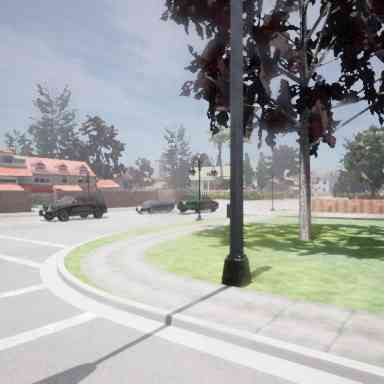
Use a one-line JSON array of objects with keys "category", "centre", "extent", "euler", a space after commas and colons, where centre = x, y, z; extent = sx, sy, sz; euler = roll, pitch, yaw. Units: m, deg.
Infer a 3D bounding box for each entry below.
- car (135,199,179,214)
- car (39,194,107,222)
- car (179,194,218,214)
[{"category": "car", "centre": [-3.933, 1.491, 35.477], "extent": [2.128, 1.511, 4.902], "euler": [0, 0, 34]}, {"category": "car", "centre": [-9.524, 1.222, 27.226], "extent": [2.150, 2.045, 5.566], "euler": [0, 0, 34]}, {"category": "car", "centre": [0.721, 1.221, 35.806], "extent": [2.150, 2.045, 5.566], "euler": [0, 0, 34]}]
